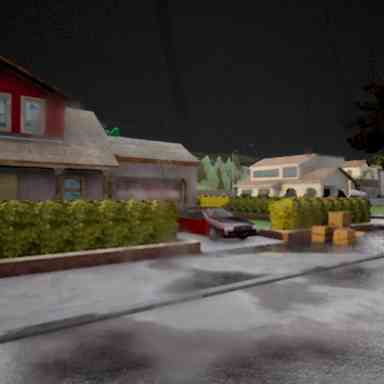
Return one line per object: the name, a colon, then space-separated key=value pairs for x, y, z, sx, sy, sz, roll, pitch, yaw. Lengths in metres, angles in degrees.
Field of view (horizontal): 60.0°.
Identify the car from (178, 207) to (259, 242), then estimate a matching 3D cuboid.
car: x=0.728 y=1.422 z=15.924 sx=2.033 sy=1.415 sz=5.357 roll=0 pitch=0 yaw=-33
